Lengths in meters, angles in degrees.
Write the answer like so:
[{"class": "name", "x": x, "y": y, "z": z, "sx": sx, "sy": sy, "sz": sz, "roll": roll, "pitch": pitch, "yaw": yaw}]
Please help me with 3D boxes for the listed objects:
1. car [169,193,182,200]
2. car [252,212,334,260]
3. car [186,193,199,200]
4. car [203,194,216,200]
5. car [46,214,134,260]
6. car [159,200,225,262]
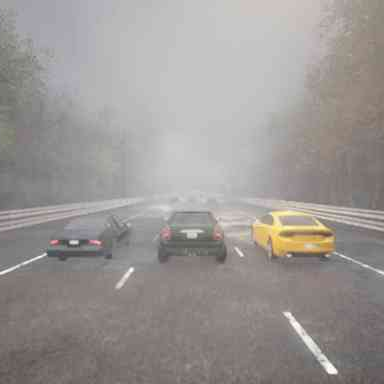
[{"class": "car", "x": -3.471, "y": 1.370, "z": 65.671, "sx": 1.882, "sy": 1.535, "sz": 5.008, "roll": 0, "pitch": 0, "yaw": 0}, {"class": "car", "x": 3.504, "y": 1.464, "z": 12.382, "sx": 1.882, "sy": 1.535, "sz": 5.008, "roll": 0, "pitch": 0, "yaw": 0}, {"class": "car", "x": 0.033, "y": 1.420, "z": 75.436, "sx": 1.994, "sy": 1.385, "sz": 4.181, "roll": 0, "pitch": 0, "yaw": 0}, {"class": "car", "x": 3.526, "y": 1.447, "z": 61.424, "sx": 2.033, "sy": 1.411, "sz": 5.357, "roll": 0, "pitch": 0, "yaw": 0}, {"class": "car", "x": -3.496, "y": 1.536, "z": 12.363, "sx": 2.033, "sy": 1.411, "sz": 5.357, "roll": 0, "pitch": 0, "yaw": 0}, {"class": "car", "x": 0.004, "y": 1.339, "z": 12.265, "sx": 2.097, "sy": 1.767, "sz": 4.553, "roll": 0, "pitch": 0, "yaw": 0}]
